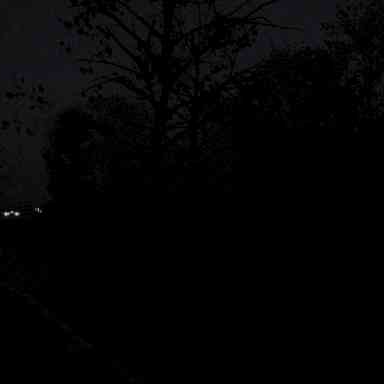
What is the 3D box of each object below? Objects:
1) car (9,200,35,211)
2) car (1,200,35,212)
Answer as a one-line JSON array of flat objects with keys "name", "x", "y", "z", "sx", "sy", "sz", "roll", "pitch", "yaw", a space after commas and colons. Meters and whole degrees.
[{"name": "car", "x": -27.325, "y": 2.135, "z": 53.711, "sx": 2.097, "sy": 1.767, "sz": 4.553, "roll": 0, "pitch": -2, "yaw": -3}, {"name": "car", "x": -23.443, "y": 2.049, "z": 45.650, "sx": 2.033, "sy": 1.411, "sz": 5.357, "roll": 0, "pitch": -2, "yaw": -2}]
